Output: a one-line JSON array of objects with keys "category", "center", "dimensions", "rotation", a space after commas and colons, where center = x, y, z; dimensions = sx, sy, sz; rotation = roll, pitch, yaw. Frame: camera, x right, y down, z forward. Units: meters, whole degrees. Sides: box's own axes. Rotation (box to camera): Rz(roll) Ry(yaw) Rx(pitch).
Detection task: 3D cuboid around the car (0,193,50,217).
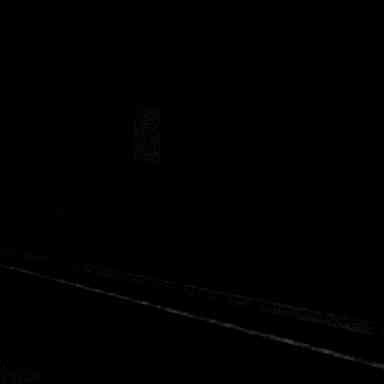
[{"category": "car", "center": [-16.193, 1.126, 30.977], "dimensions": [2.150, 2.045, 5.566], "rotation": [0, 0, 39]}]
